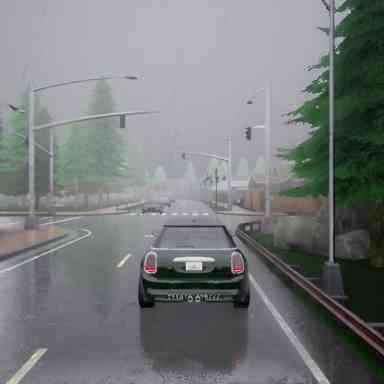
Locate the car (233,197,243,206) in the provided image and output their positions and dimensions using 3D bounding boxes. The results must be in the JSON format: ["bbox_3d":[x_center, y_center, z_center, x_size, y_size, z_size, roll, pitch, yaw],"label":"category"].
[{"bbox_3d":[8.809,1.144,48.823,4.605,1.855,1.932,0,0,-1],"label":"car"}]

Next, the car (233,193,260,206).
[{"bbox_3d":[8.393,1.146,51.333,3.866,1.878,1.905,0,0,-1],"label":"car"}]

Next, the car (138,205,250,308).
[{"bbox_3d":[0.056,1.352,8.090,2.097,1.767,4.553,0,0,1],"label":"car"}]

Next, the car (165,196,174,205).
[{"bbox_3d":[-4.128,1.496,49.270,1.812,1.442,4.674,0,0,0],"label":"car"}]

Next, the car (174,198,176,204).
[{"bbox_3d":[-4.229,1.535,64.744,1.994,1.385,4.181,0,0,0],"label":"car"}]

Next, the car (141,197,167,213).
[{"bbox_3d":[-3.965,1.538,33.953,1.994,1.385,4.181,0,0,-1],"label":"car"}]
